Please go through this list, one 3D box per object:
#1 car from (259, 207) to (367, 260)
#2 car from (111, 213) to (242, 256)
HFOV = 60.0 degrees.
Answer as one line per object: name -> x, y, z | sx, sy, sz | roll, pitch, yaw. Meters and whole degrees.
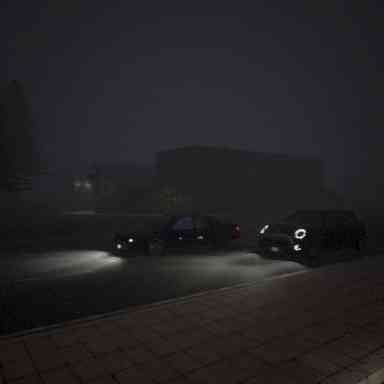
car -> 4.697, 1.401, 12.809 | 4.553, 1.767, 2.097 | 0, 0, -35
car -> -0.437, 1.580, 13.476 | 5.357, 1.411, 2.033 | 0, 0, -35
